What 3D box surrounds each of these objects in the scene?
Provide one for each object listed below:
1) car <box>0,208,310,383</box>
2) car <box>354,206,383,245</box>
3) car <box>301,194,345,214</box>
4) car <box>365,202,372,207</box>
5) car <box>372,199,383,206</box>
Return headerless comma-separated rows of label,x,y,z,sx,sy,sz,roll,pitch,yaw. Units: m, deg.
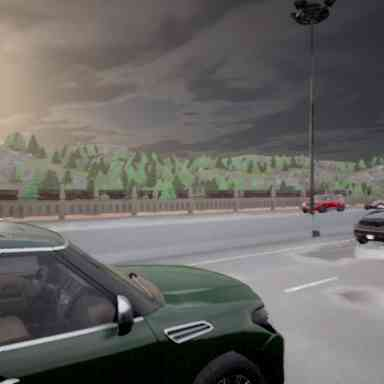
car,-1.743,1.221,2.503,5.566,2.045,2.150,0,0,-35
car,8.942,1.515,14.424,4.892,1.490,1.837,0,0,-36
car,14.062,1.264,35.474,5.566,2.045,2.150,1,0,-35
car,20.464,1.529,35.733,5.008,1.535,1.882,1,0,-35
car,19.340,1.267,30.641,5.566,2.045,2.150,1,0,-35
